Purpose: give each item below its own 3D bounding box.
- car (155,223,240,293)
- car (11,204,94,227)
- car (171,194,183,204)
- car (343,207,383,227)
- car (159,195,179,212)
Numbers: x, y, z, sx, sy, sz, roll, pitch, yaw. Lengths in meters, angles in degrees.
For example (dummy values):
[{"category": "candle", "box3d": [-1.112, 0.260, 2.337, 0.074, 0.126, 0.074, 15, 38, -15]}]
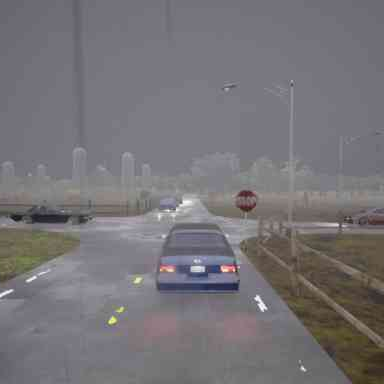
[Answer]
[{"category": "car", "box3d": [0.106, 1.543, 8.962, 2.033, 1.411, 5.357, 0, 0, 0]}, {"category": "car", "box3d": [-8.885, 1.480, 21.487, 4.718, 1.301, 1.895, 1, 1, 0]}, {"category": "car", "box3d": [-2.833, 1.441, 49.254, 2.128, 1.511, 4.902, 0, 0, 0]}, {"category": "car", "box3d": [13.506, 1.823, 24.569, 4.181, 1.385, 1.994, 1, 1, 0]}, {"category": "car", "box3d": [-2.799, 1.445, 38.819, 1.882, 1.535, 5.008, 0, 0, -1]}]
